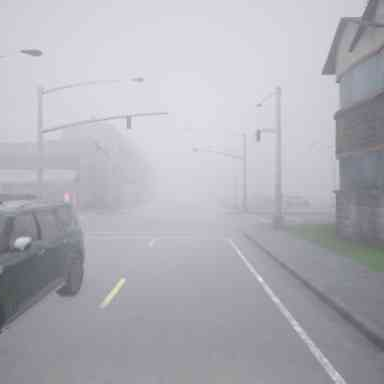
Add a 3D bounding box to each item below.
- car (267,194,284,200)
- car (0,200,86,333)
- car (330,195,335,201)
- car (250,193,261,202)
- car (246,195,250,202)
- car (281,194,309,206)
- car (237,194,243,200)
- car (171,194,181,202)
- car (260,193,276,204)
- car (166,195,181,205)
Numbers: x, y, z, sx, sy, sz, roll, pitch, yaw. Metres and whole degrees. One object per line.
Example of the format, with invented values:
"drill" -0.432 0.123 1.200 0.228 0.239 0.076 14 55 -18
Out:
"car" 21.281 1.372 84.948 3.806 1.475 1.970 0 0 0
"car" -3.584 1.216 5.717 2.150 2.045 5.566 0 1 0
"car" 32.277 1.310 72.960 3.633 1.501 1.845 0 0 0
"car" 14.142 1.071 66.436 3.866 1.878 1.905 0 0 0
"car" 13.729 1.090 69.342 4.605 1.855 1.932 0 0 0
"car" 14.474 1.232 47.224 3.806 1.475 1.970 0 0 0
"car" 13.859 1.361 87.925 3.633 1.501 1.845 0 0 0
"car" -3.524 1.317 75.932 2.097 1.767 4.553 0 0 0
"car" 14.148 1.151 53.642 5.027 1.636 2.152 0 0 0
"car" -3.557 1.507 60.240 1.812 1.442 4.674 0 0 1
